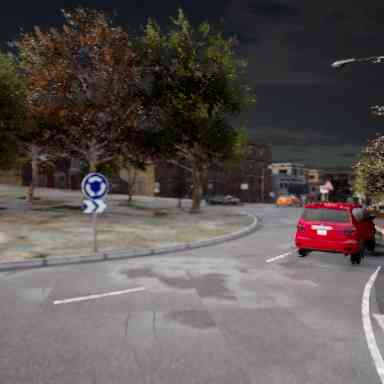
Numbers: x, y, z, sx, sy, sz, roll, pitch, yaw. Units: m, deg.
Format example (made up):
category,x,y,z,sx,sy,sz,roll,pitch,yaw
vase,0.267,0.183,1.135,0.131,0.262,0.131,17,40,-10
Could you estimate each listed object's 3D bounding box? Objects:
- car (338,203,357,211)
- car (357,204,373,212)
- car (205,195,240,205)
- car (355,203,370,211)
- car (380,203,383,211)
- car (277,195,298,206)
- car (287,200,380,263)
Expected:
category,x,y,z,sx,sy,sz,roll,pitch,yaw
car,32.849,3.175,70.183,2.128,1.511,4.902,2,-2,41
car,35.559,3.295,68.344,1.994,1.385,4.181,2,-2,41
car,4.193,1.074,46.378,2.033,1.411,5.357,-1,2,-40
car,40.562,3.586,78.943,2.097,1.767,4.553,2,-2,41
car,32.237,2.643,56.191,4.892,1.521,2.231,2,-3,41
car,13.816,1.167,47.371,2.097,1.767,4.553,3,0,34
car,5.919,1.449,13.446,2.150,2.045,5.566,1,1,35
